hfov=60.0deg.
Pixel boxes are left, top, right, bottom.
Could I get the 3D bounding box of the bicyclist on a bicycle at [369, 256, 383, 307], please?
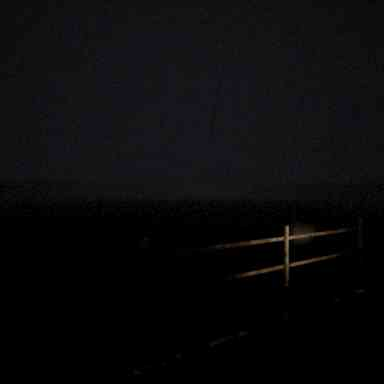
[{"bbox_3d":[4.087,1.455,6.097,0.582,1.620,1.656,0,0,-37],"label":"bicyclist on a bicycle"}]
